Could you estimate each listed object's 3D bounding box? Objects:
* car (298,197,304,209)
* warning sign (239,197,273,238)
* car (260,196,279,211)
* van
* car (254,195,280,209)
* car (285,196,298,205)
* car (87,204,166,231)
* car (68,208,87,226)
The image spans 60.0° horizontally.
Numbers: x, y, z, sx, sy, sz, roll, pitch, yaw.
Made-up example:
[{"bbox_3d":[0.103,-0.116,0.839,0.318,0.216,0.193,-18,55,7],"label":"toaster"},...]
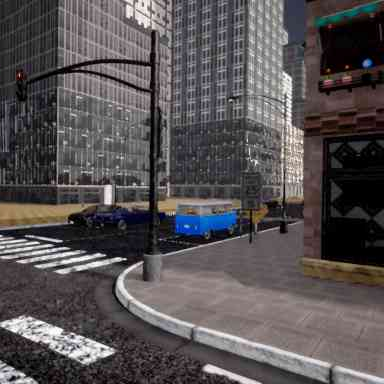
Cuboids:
[{"bbox_3d":[15.553,1.415,42.260,1.882,1.535,5.008,1,1,36],"label":"car"},{"bbox_3d":[3.109,1.177,16.137,1.300,1.860,1.060,1,1,35],"label":"warning sign"},{"bbox_3d":[8.087,1.395,37.180,2.128,1.511,4.902,1,1,36],"label":"car"},{"bbox_3d":[0.828,1.368,17.033,1.690,1.788,3.998,1,1,35],"label":"van"},{"bbox_3d":[10.057,1.294,44.425,1.967,1.590,4.097,1,1,35],"label":"car"},{"bbox_3d":[16.380,1.364,53.299,1.752,1.417,4.829,1,1,35],"label":"car"},{"bbox_3d":[-3.778,1.540,20.554,1.895,1.301,4.718,1,1,35],"label":"car"},{"bbox_3d":[-5.999,1.467,21.900,1.947,1.339,4.313,1,1,35],"label":"car"}]
